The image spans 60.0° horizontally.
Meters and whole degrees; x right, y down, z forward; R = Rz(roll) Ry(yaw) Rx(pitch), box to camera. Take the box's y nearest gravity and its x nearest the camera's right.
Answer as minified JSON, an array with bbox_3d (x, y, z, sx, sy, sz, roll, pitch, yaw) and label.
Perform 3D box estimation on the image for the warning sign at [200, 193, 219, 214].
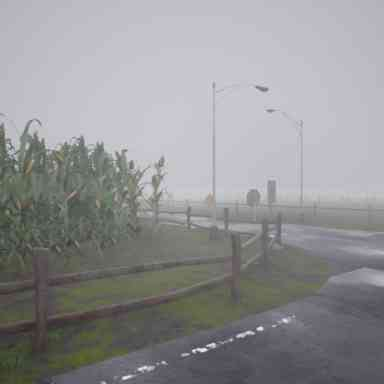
[{"bbox_3d":[1.613,1.005,30.376,1.300,1.860,1.060,-1,0,-36],"label":"warning sign"}]
